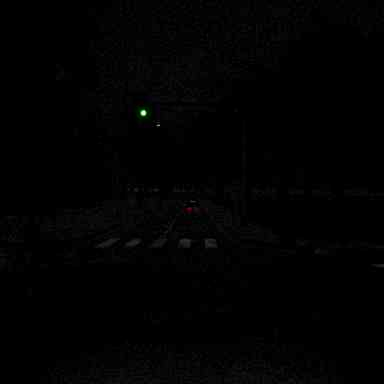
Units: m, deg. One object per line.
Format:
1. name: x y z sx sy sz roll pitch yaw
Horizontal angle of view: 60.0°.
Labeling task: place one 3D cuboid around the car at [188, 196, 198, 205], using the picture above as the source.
1. car: 0.172 1.639 62.744 1.882 1.535 5.008 0 0 0

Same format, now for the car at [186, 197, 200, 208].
1. car: 0.165 1.629 52.325 2.128 1.511 4.902 0 0 0
